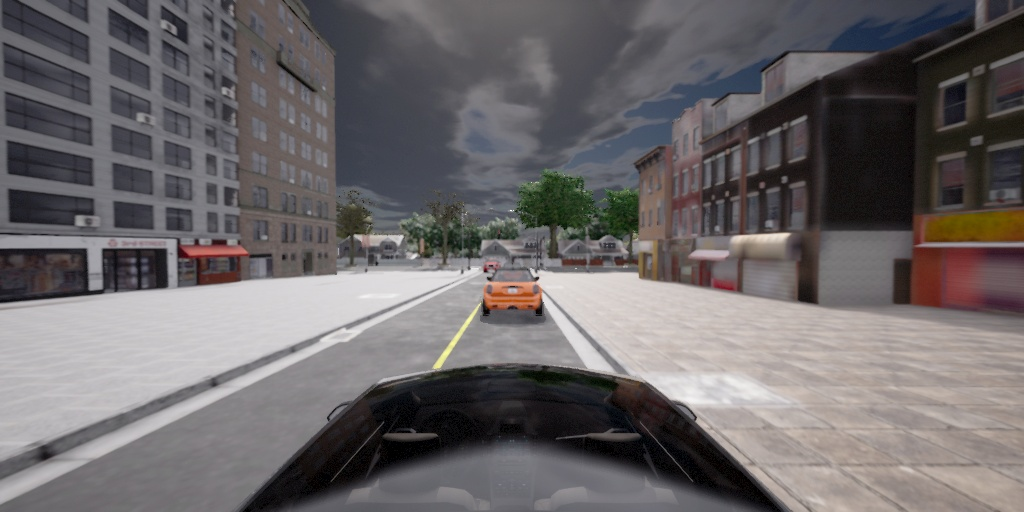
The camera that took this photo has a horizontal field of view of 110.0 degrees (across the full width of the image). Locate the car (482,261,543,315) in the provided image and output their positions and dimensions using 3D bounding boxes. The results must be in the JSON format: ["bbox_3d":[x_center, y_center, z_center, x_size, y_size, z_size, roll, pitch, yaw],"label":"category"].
[{"bbox_3d":[0.041,1.193,14.111,2.097,1.767,4.553,0,0,1],"label":"car"}]

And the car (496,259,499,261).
[{"bbox_3d":[0.033,1.297,29.124,2.097,1.767,4.553,0,0,1],"label":"car"}]

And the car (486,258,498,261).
[{"bbox_3d":[-2.799,1.303,50.498,2.150,2.045,5.566,0,-1,0],"label":"car"}]
